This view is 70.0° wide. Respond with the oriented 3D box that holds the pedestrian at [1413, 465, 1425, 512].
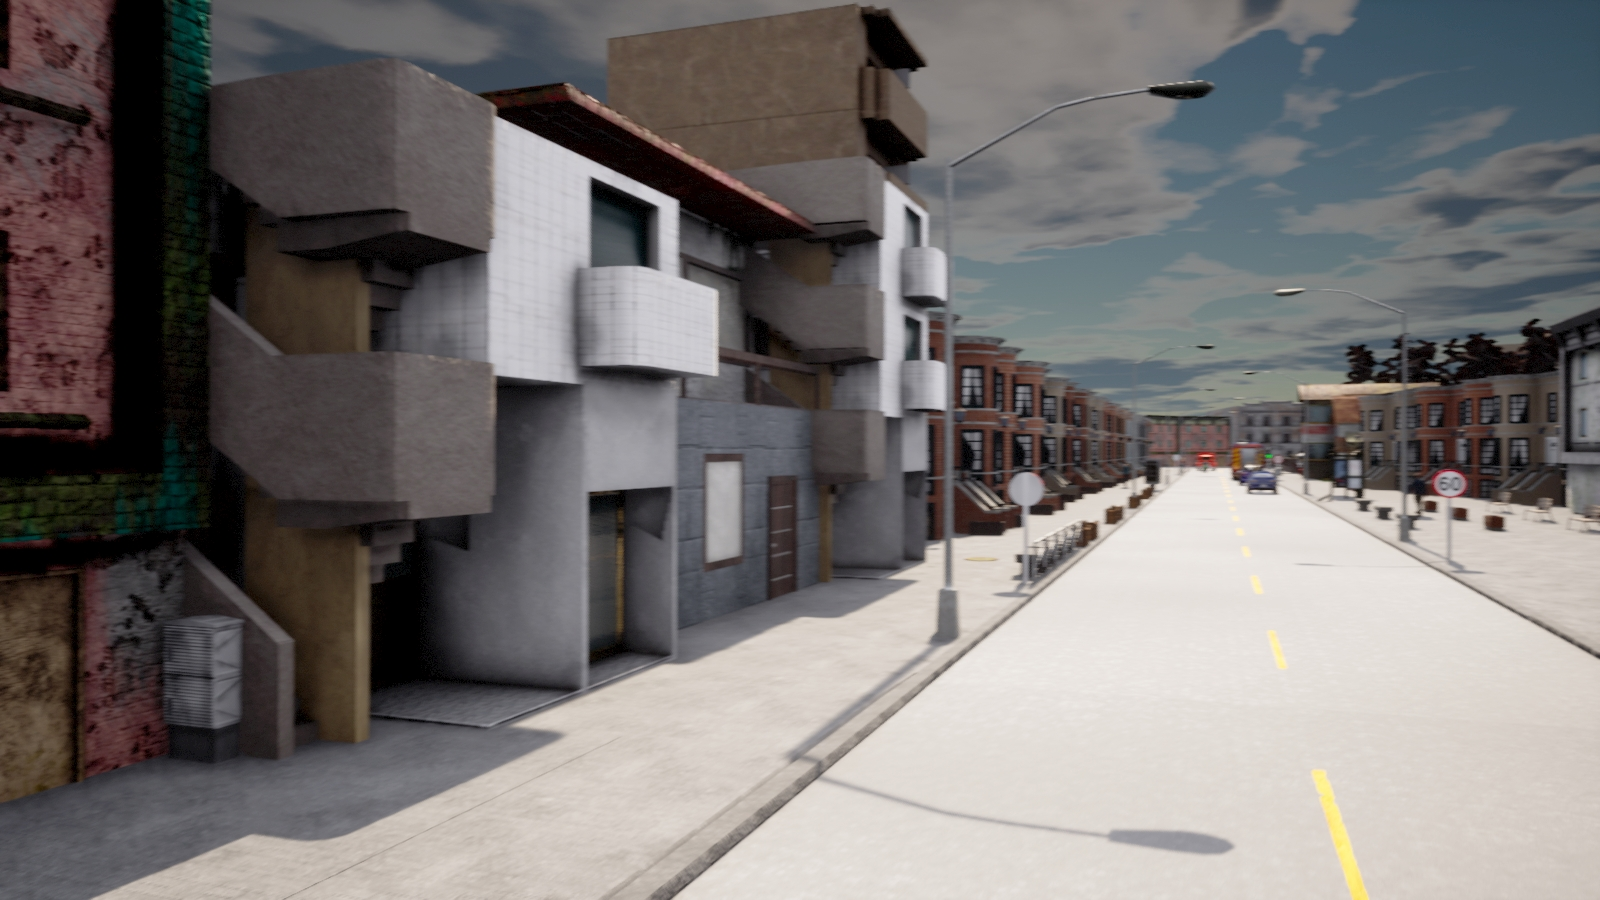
[{"bbox_3d":[24.867,1.552,45.893,0.375,1.860,0.375,0,0,17],"label":"pedestrian"}]
